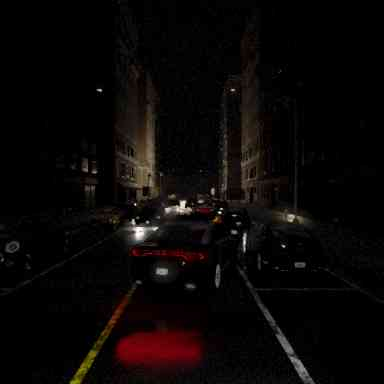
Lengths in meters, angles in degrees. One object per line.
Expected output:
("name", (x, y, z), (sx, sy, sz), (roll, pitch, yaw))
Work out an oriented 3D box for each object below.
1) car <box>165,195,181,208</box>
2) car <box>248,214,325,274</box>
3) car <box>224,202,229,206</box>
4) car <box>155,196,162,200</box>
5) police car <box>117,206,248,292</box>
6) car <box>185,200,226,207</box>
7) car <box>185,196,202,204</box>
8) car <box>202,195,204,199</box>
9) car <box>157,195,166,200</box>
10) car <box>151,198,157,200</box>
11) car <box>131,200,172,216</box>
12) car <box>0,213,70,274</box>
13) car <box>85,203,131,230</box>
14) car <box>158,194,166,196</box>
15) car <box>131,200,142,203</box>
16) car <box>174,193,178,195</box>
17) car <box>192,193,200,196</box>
("car", (-2.712, 1.553, 48.527), (1.994, 1.385, 4.181), (0, 0, 0))
("car", (2.644, 1.550, 10.314), (2.008, 1.369, 4.403), (0, 0, 0))
("car", (2.652, 1.549, 21.140), (2.008, 1.369, 4.403), (0, 0, 0))
("car", (-5.356, 1.544, 42.806), (2.008, 1.369, 4.403), (0, 0, 0))
("police car", (0.147, 1.424, 9.278), (1.930, 1.638, 5.238), (0, 0, 17))
("car", (0.732, 1.454, 19.055), (1.801, 1.575, 5.366), (0, 0, 2))
("car", (0.041, 1.556, 45.547), (1.994, 1.385, 4.181), (0, 0, 0))
("car", (2.674, 1.515, 48.374), (1.752, 1.417, 4.829), (0, 0, 0))
("car", (-5.351, 1.541, 48.219), (2.008, 1.369, 4.403), (0, 0, 0))
("car", (-5.360, 1.578, 37.393), (1.802, 1.307, 4.206), (0, 0, 0))
("car", (-2.835, 1.545, 23.927), (2.033, 1.411, 5.357), (0, 0, 0))
("car", (-5.381, 1.440, 10.330), (1.967, 1.590, 4.097), (0, 0, 0))
("car", (-5.373, 1.524, 20.985), (1.752, 1.417, 4.829), (0, 0, 0))
("car", (-5.343, 1.297, 59.044), (2.192, 1.841, 5.009), (0, 0, 0))
("car", (-5.369, 1.564, 26.568), (1.947, 1.339, 4.313), (0, 0, 0))
("car", (-5.323, 1.513, 85.508), (2.008, 1.369, 4.403), (0, 0, 0))
("car", (0.045, 1.459, 59.390), (1.882, 1.535, 5.008), (0, 0, 0))
